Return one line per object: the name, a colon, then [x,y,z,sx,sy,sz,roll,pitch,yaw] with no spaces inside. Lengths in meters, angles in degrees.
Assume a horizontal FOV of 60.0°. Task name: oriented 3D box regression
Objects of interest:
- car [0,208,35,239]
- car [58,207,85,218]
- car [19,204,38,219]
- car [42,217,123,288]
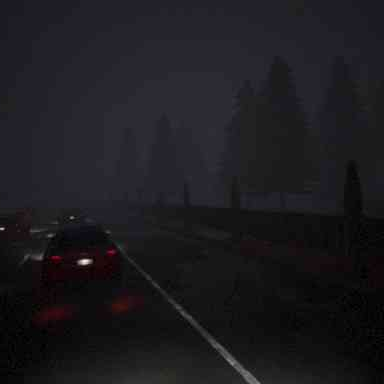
car: [-10.524,1.904,19.133,1.994,1.385,4.181,-1,0,-21]
car: [-9.637,1.914,26.501,1.994,1.385,4.181,-1,0,-22]
car: [-17.366,2.054,35.097,1.882,1.535,5.008,-1,-1,-27]
car: [-3.306,1.688,9.918,1.994,1.385,4.181,-1,0,-21]
